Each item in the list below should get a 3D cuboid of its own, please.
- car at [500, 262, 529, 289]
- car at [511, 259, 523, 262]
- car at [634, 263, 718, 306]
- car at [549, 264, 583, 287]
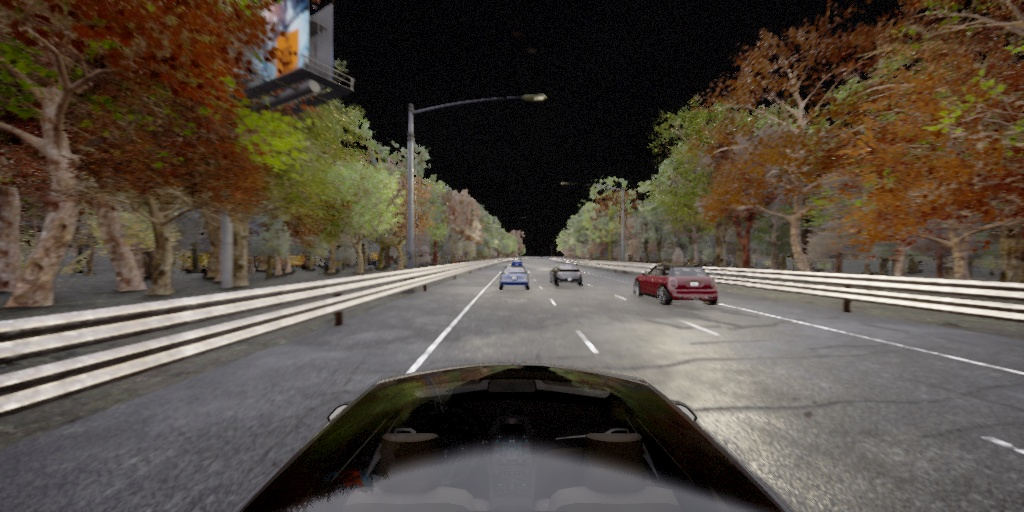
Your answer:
[{"bbox_3d":[0.164,1.323,23.511,2.033,1.411,5.357,0,0,1],"label":"car"},{"bbox_3d":[0.930,1.299,62.876,1.882,1.535,5.008,0,0,2],"label":"car"},{"bbox_3d":[7.137,1.127,16.130,2.097,1.767,4.553,0,0,0],"label":"car"},{"bbox_3d":[3.707,1.273,25.178,2.128,1.511,4.902,0,0,1],"label":"car"}]
